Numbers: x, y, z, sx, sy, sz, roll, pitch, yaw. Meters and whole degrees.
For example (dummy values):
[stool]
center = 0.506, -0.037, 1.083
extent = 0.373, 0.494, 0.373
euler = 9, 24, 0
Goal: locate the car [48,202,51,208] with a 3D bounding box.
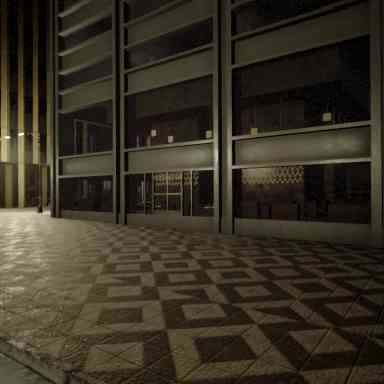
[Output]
[car]
center = -14.830, 1.335, 39.981
extent = 2.128, 1.511, 4.902
euler = 0, 0, 36
